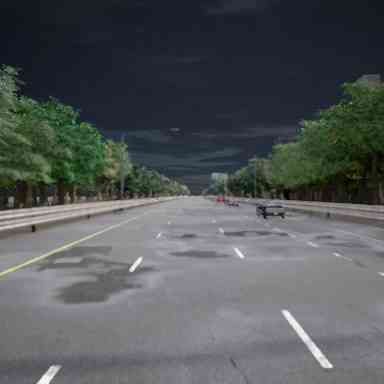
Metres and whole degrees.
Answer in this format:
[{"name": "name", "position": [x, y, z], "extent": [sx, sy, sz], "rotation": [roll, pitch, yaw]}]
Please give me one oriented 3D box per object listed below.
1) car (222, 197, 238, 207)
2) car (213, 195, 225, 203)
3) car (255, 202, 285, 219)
[{"name": "car", "position": [7.167, 1.938, 59.856], "extent": [2.033, 1.411, 5.357], "rotation": [0, -1, 0]}, {"name": "car", "position": [7.353, 1.854, 84.898], "extent": [2.150, 2.045, 5.566], "rotation": [0, -1, 1]}, {"name": "car", "position": [7.036, 1.622, 30.293], "extent": [2.128, 1.511, 4.902], "rotation": [0, 0, 0]}]
